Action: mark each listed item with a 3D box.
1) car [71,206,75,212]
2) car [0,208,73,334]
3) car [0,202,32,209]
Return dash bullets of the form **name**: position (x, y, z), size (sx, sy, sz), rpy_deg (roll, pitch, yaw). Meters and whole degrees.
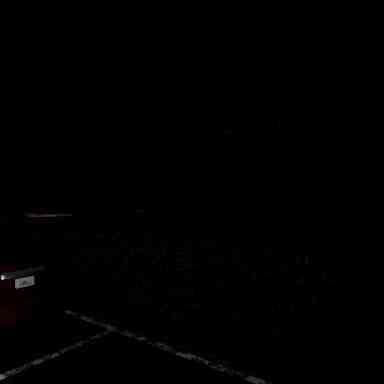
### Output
- **car**: position (-11.581, 1.846, 38.851), size (1.895, 1.301, 4.718), rpy_deg (-1, -1, 37)
- **car**: position (-4.212, 1.316, 5.967), size (5.009, 1.841, 2.192), rpy_deg (0, -1, 36)
- **car**: position (-17.483, 1.654, 30.917), size (2.128, 1.511, 4.902), rpy_deg (-1, -1, 37)
